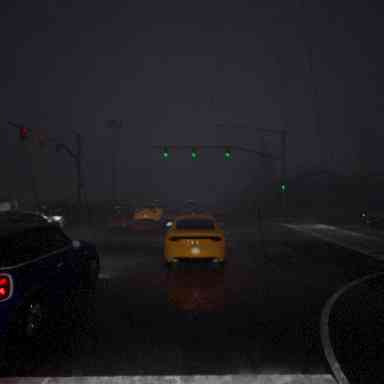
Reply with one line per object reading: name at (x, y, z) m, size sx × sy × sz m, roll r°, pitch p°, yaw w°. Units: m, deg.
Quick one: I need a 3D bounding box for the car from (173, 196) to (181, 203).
car at (-3.475, 1.781, 77.767) m, size 1.837 × 1.490 × 4.892 m, roll 0°, pitch 0°, yaw 0°

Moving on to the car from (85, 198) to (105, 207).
car at (-17.481, 1.807, 60.177) m, size 2.128 × 1.511 × 4.902 m, roll 0°, pitch 0°, yaw 0°

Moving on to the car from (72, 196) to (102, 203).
car at (-14.032, 1.713, 44.589) m, size 1.882 × 1.535 × 5.008 m, roll 0°, pitch 0°, yaw 0°

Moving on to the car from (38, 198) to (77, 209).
car at (-14.041, 1.693, 35.272) m, size 1.837 × 1.490 × 4.892 m, roll 0°, pitch 0°, yaw -1°

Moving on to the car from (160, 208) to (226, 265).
car at (0.102, 1.538, 11.914) m, size 1.882 × 1.535 × 5.008 m, roll 0°, pitch 0°, yaw 0°

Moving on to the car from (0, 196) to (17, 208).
car at (-21.070, 1.418, 35.789) m, size 2.150 × 2.045 × 5.566 m, roll 0°, pitch 0°, yaw 0°

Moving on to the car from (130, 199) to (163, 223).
car at (-3.392, 1.615, 26.730) m, size 1.882 × 1.535 × 5.008 m, roll 0°, pitch 0°, yaw 0°

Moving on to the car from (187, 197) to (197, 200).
car at (0.022, 1.842, 67.805) m, size 2.128 × 1.511 × 4.902 m, roll 0°, pitch 0°, yaw 0°

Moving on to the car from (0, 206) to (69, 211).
car at (-6.898, 1.551, 13.333) m, size 1.882 × 1.535 × 5.008 m, roll 0°, pitch 0°, yaw 0°

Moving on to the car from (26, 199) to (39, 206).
car at (-17.555, 1.741, 40.017) m, size 1.812 × 1.442 × 4.674 m, roll 0°, pitch 0°, yaw 0°

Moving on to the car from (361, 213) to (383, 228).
car at (14.123, 1.702, 22.458) m, size 4.718 × 1.301 × 1.895 m, roll 0°, pitch 0°, yaw 3°

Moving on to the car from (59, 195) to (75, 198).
car at (-20.983, 1.517, 55.556) m, size 2.150 × 2.045 × 5.566 m, roll 0°, pitch 0°, yaw 0°

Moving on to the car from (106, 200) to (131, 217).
car at (-6.890, 1.668, 34.055) m, size 2.128 × 1.511 × 4.902 m, roll 0°, pitch 0°, yaw 0°

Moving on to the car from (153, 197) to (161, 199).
car at (-6.979, 1.841, 67.348) m, size 2.128 × 1.511 × 4.902 m, roll 0°, pitch 0°, yaw 0°

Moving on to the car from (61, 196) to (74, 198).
car at (-17.484, 1.757, 50.093) m, size 2.128 × 1.511 × 4.902 m, roll 0°, pitch 0°, yaw 0°

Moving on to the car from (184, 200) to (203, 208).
car at (0.110, 1.763, 32.312) m, size 1.895 × 1.301 × 4.718 m, roll 0°, pitch 0°, yaw 0°

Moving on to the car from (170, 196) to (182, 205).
car at (-3.479, 1.815, 67.347) m, size 1.882 × 1.535 × 5.008 m, roll 0°, pitch 0°, yaw 0°

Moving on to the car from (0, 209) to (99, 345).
car at (-3.398, 1.388, 6.607) m, size 2.097 × 1.767 × 4.553 m, roll 0°, pitch 0°, yaw 0°

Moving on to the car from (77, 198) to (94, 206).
car at (-20.979, 1.869, 65.762) m, size 1.812 × 1.442 × 4.674 m, roll 0°, pitch 0°, yaw 0°

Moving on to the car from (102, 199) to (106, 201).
car at (-13.983, 1.886, 54.564) m, size 1.895 × 1.301 × 4.718 m, roll 0°, pitch 0°, yaw 0°
